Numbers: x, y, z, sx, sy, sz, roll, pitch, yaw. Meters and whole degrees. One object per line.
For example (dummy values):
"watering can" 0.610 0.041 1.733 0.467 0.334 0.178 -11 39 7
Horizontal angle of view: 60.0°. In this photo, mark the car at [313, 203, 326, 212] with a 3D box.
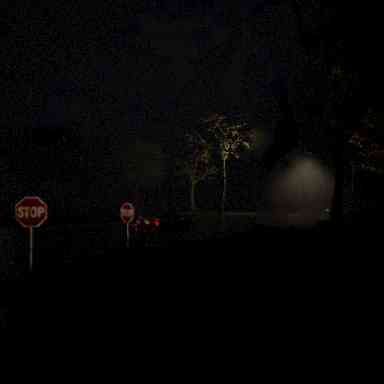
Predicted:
"car" 31.772 3.769 82.391 2.150 2.045 5.566 1 -1 36

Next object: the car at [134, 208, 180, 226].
"car" -3.399 2.449 33.418 1.837 1.490 4.892 1 -1 36

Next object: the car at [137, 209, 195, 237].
"car" -1.727 2.136 23.740 2.097 1.767 4.553 1 -1 36

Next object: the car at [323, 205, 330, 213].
"car" 31.652 4.056 75.340 1.895 1.301 4.718 1 -1 30
